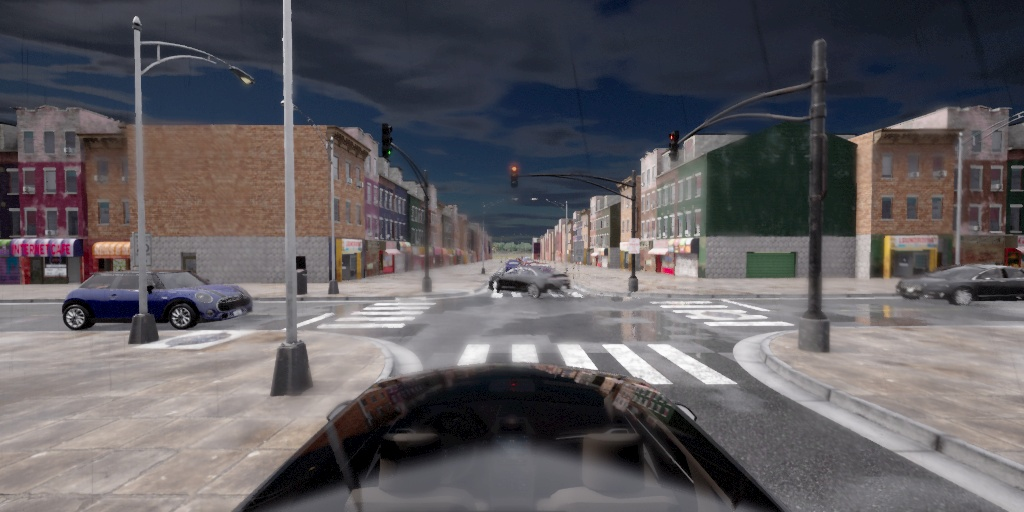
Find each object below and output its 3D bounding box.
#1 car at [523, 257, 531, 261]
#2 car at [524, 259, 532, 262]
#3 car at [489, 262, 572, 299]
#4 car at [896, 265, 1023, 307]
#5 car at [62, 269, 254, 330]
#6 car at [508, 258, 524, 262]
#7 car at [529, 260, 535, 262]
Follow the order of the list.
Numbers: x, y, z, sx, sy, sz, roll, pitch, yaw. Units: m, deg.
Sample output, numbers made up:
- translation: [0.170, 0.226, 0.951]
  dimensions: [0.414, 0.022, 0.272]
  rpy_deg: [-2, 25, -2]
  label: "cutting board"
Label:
- translation: [2.742, 1.293, 53.785]
  dimensions: [1.888, 1.381, 4.507]
  rpy_deg: [0, 0, 0]
  label: "car"
- translation: [2.720, 1.329, 42.720]
  dimensions: [1.802, 1.307, 4.207]
  rpy_deg: [0, 0, 0]
  label: "car"
- translation: [0.788, 1.235, 18.125]
  dimensions: [2.128, 1.511, 4.902]
  rpy_deg: [-1, 1, -41]
  label: "car"
- translation: [18.094, 1.116, 14.069]
  dimensions: [4.892, 1.490, 1.837]
  rpy_deg: [0, 1, 0]
  label: "car"
- translation: [-10.791, 1.203, 11.184]
  dimensions: [4.553, 1.767, 2.097]
  rpy_deg: [0, 1, 0]
  label: "car"
- translation: [0.177, 1.273, 43.744]
  dimensions: [1.812, 1.442, 4.674]
  rpy_deg: [0, 0, 0]
  label: "car"
- translation: [2.697, 1.292, 31.655]
  dimensions: [1.888, 1.381, 4.507]
  rpy_deg: [0, 0, 0]
  label: "car"
